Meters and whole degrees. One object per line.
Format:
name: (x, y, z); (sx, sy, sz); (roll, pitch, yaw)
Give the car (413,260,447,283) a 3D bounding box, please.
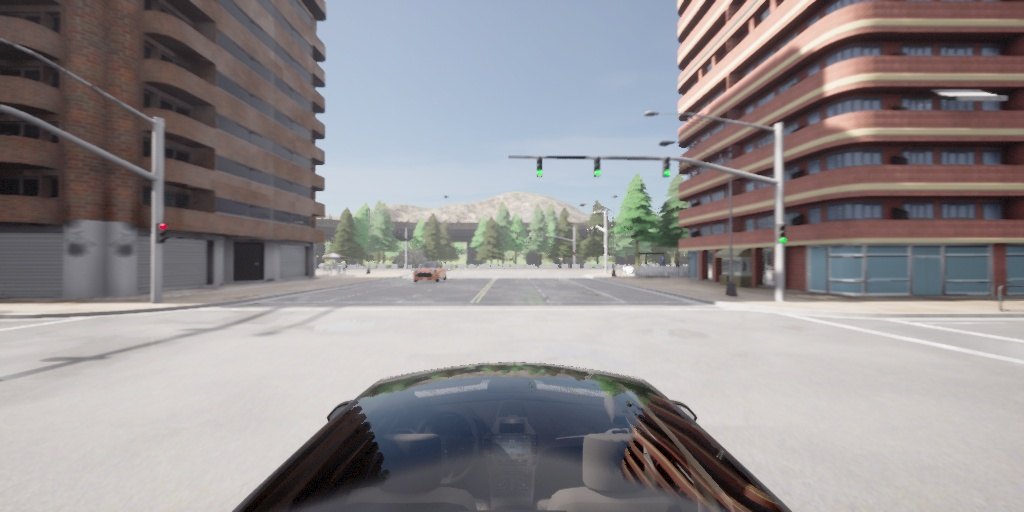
car: (-7.003, 1.269, 30.943); (2.097, 1.767, 4.553); (0, -1, 0)
